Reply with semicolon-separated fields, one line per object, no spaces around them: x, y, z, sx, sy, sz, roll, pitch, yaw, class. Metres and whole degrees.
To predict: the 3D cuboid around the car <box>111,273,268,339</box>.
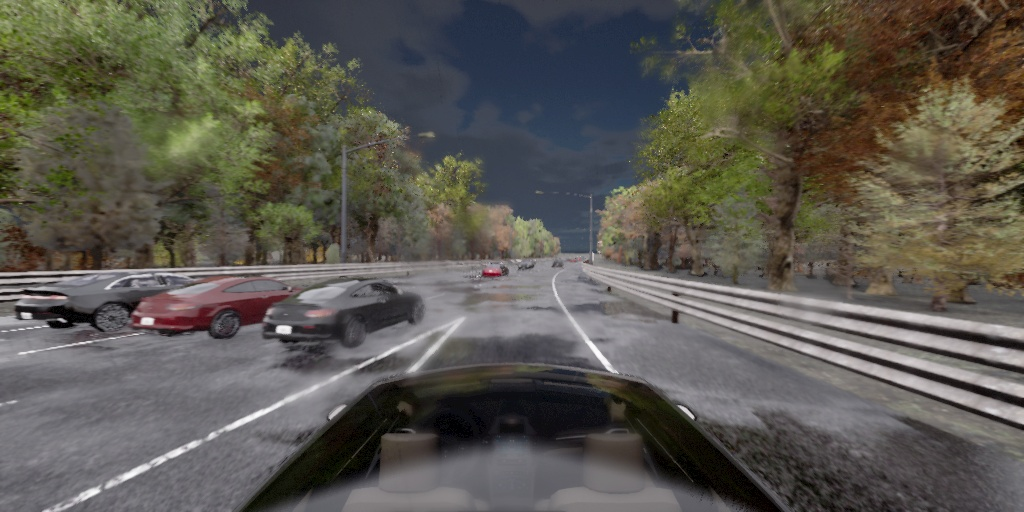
-7.371;1.255;9.982;1.812;1.442;4.674;0;0;12;car

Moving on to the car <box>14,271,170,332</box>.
-10.791;1.191;10.727;2.128;1.511;4.902;0;0;12;car

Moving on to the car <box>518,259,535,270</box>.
2.222;1.497;54.033;1.895;1.301;4.718;0;0;12;car

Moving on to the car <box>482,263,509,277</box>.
-1.615;1.403;36.409;1.994;1.385;4.181;0;0;12;car

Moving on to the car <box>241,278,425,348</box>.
-3.955;1.283;9.237;1.812;1.442;4.674;0;0;12;car
